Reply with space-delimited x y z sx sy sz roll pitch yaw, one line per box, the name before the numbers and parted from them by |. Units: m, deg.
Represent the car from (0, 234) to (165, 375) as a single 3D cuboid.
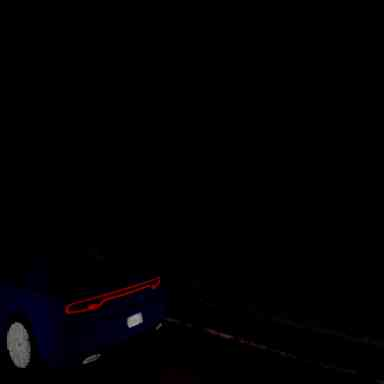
car | -2.732 1.471 5.671 5.008 1.535 1.882 0 0 36
